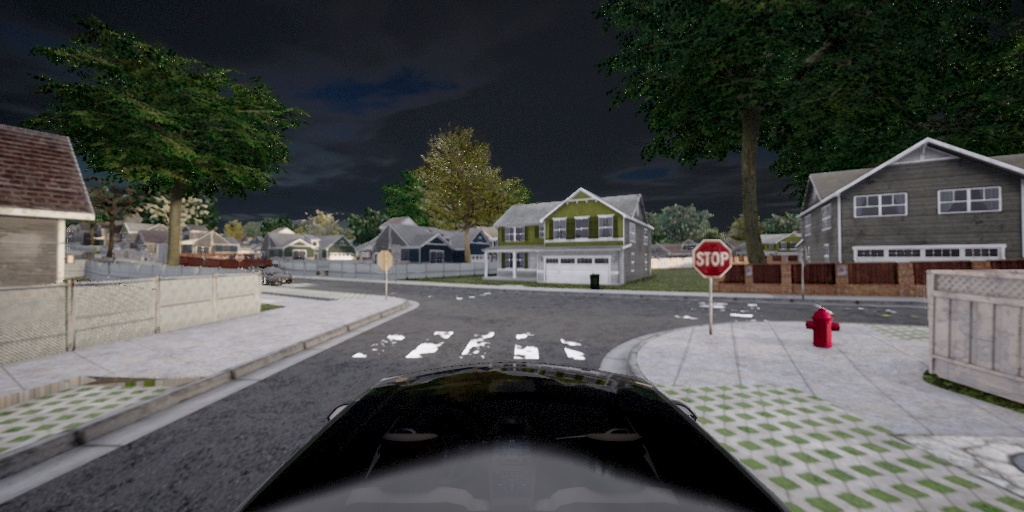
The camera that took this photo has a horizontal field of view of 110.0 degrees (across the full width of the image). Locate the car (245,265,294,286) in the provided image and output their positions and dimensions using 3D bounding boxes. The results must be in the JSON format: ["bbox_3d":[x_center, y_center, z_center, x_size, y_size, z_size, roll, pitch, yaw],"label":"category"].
[{"bbox_3d":[-18.736,1.477,27.414,4.892,1.490,1.837,2,1,31],"label":"car"}]
